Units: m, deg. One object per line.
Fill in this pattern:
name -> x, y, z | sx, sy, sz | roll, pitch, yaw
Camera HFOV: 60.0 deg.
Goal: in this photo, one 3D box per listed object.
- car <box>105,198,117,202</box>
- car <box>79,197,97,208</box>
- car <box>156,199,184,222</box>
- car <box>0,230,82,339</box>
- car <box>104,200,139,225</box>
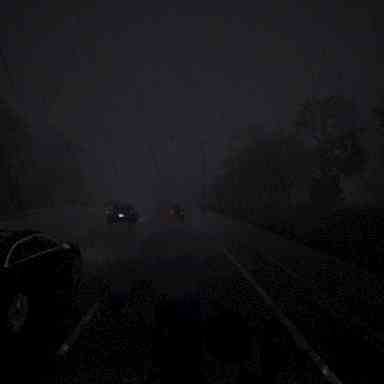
car -> -11.656, 1.571, 48.707 | 1.994, 1.385, 4.181 | 0, 0, -7
car -> -15.197, 1.515, 48.792 | 1.837, 1.490, 4.892 | 0, 0, -7
car -> -1.646, 1.548, 26.123 | 2.033, 1.411, 5.357 | 0, 0, -6
car -> -3.643, 1.497, 6.520 | 2.128, 1.511, 4.902 | 0, 0, -2
car -> -5.019, 1.568, 24.553 | 1.994, 1.385, 4.181 | 0, 0, -6
